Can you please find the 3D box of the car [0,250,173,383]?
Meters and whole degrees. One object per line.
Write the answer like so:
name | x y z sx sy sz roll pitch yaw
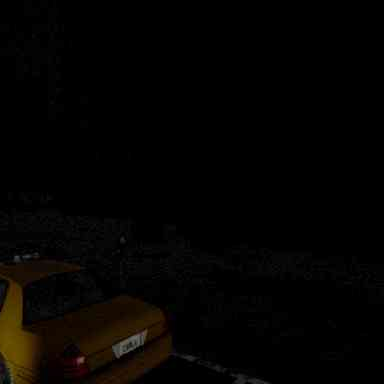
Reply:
car | -2.511 1.525 4.751 4.829 1.417 1.752 0 0 36
